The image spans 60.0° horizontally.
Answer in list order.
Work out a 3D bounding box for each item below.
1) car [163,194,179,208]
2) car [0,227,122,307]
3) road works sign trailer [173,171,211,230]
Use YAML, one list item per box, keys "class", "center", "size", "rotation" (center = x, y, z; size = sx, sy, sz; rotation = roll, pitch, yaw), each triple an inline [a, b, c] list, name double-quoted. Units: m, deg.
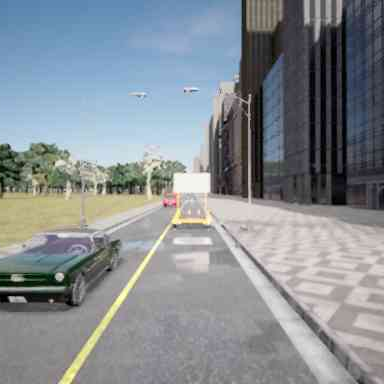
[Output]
- class: "car"
  center: [-3.089, 1.264, 49.388]
  size: [2.150, 2.045, 5.566]
  rotation: [0, 0, 0]
- class: "car"
  center: [-3.103, 1.606, 8.114]
  size: [1.895, 1.301, 4.718]
  rotation: [0, 0, 0]
- class: "road works sign trailer"
  center: [-0.006, 0.480, 21.198]
  size: [2.380, 3.560, 2.880]
  rotation: [0, 0, 0]
